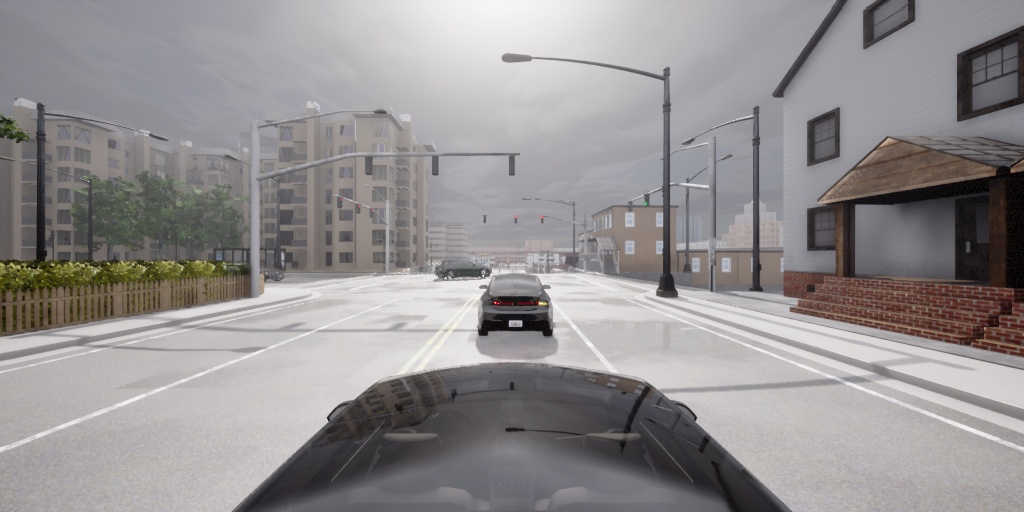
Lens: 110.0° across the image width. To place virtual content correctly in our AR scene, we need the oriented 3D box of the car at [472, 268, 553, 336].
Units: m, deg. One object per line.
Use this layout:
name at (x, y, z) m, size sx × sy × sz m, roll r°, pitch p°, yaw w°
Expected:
car at (0.090, 1.255, 10.371) m, size 1.837 × 1.490 × 4.892 m, roll 0°, pitch 0°, yaw 0°

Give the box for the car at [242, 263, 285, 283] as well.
car at (-19.779, 1.275, 27.057) m, size 4.674 × 1.442 × 1.812 m, roll 0°, pitch 0°, yaw 1°

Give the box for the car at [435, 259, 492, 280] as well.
car at (-4.104, 1.058, 30.256) m, size 4.553 × 1.767 × 2.097 m, roll 0°, pitch 0°, yaw -36°

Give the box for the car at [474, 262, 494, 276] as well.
car at (-3.624, 1.755, 47.184) m, size 2.128 × 1.511 × 4.902 m, roll 0°, pitch -5°, yaw 0°
